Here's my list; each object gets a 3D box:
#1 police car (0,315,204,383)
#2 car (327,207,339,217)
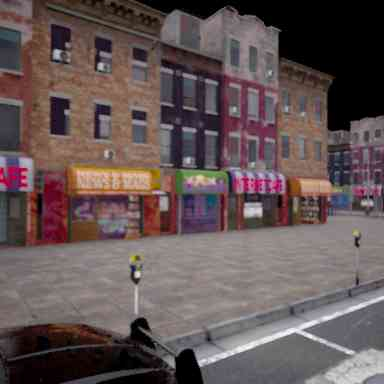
[{"bbox_3d":[-2.251,1.414,1.664,5.238,1.638,1.930,1,0,-35],"label":"police car"},{"bbox_3d":[13.189,1.903,35.392,1.812,1.442,4.674,1,0,-35],"label":"car"}]
